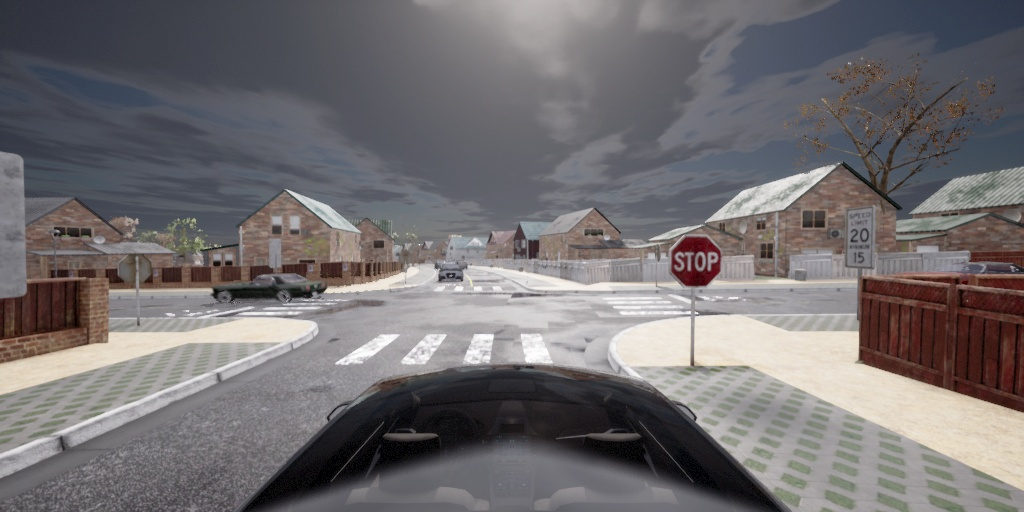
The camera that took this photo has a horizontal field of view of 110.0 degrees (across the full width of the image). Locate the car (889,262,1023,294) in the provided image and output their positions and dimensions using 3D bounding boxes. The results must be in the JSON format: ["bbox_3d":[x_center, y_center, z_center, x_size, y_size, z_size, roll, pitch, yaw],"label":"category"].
[{"bbox_3d":[18.141,0.920,14.250,4.718,1.301,1.895,-1,1,5],"label":"car"}]

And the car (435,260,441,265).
[{"bbox_3d":[-12.319,1.514,62.234,2.128,1.511,4.902,0,0,-17],"label":"car"}]

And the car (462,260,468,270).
[{"bbox_3d":[-8.541,1.468,59.323,2.128,1.511,4.902,0,0,-17],"label":"car"}]

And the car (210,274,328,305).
[{"bbox_3d":[-11.591,1.548,17.194,4.718,1.301,1.895,-1,1,4],"label":"car"}]

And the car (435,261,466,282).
[{"bbox_3d":[-5.060,1.376,29.958,1.994,1.385,4.181,0,0,-8],"label":"car"}]
